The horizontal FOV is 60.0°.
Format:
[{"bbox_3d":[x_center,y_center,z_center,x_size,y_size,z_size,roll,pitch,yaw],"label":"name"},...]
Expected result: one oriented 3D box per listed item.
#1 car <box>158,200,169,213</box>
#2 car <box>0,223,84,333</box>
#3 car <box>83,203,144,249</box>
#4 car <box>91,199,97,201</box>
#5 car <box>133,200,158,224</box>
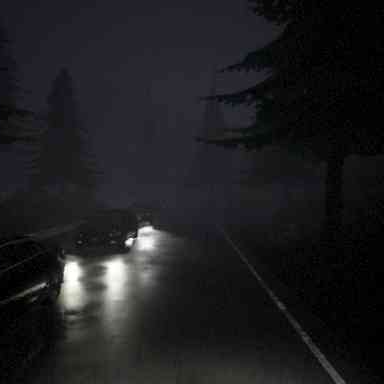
[{"bbox_3d":[-4.279,1.577,36.402,1.994,1.385,4.181,0,0,-40],"label":"car"},{"bbox_3d":[-3.603,1.493,5.237,2.128,1.511,4.902,0,0,0],"label":"car"},{"bbox_3d":[-3.581,1.483,14.740,1.882,1.535,5.008,0,0,0],"label":"car"},{"bbox_3d":[-14.265,1.509,43.254,4.902,1.511,2.128,0,0,18],"label":"car"},{"bbox_3d":[-3.852,1.500,24.891,2.128,1.511,4.902,0,0,-7],"label":"car"}]
